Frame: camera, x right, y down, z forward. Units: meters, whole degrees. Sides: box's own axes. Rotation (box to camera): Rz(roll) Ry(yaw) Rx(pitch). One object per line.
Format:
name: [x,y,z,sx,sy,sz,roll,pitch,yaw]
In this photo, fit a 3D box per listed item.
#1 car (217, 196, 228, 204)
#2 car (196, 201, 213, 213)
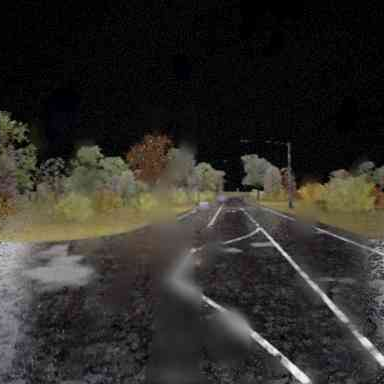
car: [7.798,1.965,85.487,2.150,2.045,5.566,-1,-1,14]
car: [1.644,1.973,43.743,1.812,1.442,4.674,-1,-1,6]
